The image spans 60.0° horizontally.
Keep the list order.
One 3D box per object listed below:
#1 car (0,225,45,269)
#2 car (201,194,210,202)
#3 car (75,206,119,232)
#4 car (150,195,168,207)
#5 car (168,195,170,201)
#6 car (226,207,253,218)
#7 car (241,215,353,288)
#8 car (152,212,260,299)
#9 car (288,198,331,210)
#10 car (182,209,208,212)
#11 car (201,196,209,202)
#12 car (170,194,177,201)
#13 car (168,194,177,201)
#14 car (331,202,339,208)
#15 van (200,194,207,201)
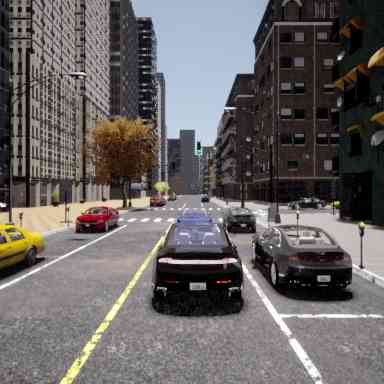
[{"bbox_3d":[-5.655,1.526,8.897,1.752,1.417,4.829,0,0,0],"label":"car"},{"bbox_3d":[3.007,1.630,74.575,1.947,1.339,4.313,0,0,0],"label":"car"},{"bbox_3d":[-5.607,1.549,20.132,1.887,1.381,4.507,0,0,0],"label":"car"},{"bbox_3d":[-5.469,1.349,52.520,2.192,1.841,5.009,0,0,0],"label":"car"},{"bbox_3d":[-5.445,1.607,58.043,1.947,1.339,4.313,0,0,0],"label":"car"},{"bbox_3d":[2.773,1.555,20.096,2.008,1.369,4.403,0,0,0],"label":"car"},{"bbox_3d":[2.725,1.552,9.030,2.008,1.369,4.403,0,0,0],"label":"car"},{"bbox_3d":[0.124,1.492,8.433,2.128,1.511,4.902,0,0,0],"label":"car"},{"bbox_3d":[13.593,1.359,39.456,4.403,1.369,2.008,-1,1,0],"label":"car"},{"bbox_3d":[0.159,1.605,19.218,1.895,1.301,4.718,0,0,1],"label":"car"},{"bbox_3d":[3.031,1.599,80.268,1.752,1.417,4.829,0,0,0],"label":"car"},{"bbox_3d":[-5.327,1.649,85.658,1.947,1.339,4.313,0,0,0],"label":"car"},{"bbox_3d":[-5.304,1.409,91.180,2.192,1.841,5.009,0,0,0],"label":"car"},{"bbox_3d":[18.990,1.259,39.487,4.829,1.417,1.752,-1,1,0],"label":"car"},{"bbox_3d":[3.054,1.424,85.622,1.690,1.788,3.998,0,0,0],"label":"van"}]
